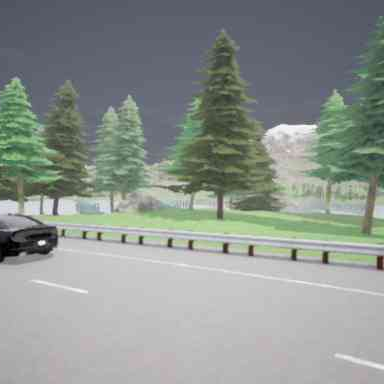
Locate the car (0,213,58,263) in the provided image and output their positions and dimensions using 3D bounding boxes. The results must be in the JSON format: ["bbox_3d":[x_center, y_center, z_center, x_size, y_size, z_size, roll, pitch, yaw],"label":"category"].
[{"bbox_3d":[-7.069,1.496,11.998,5.008,1.535,1.882,0,0,28],"label":"car"}]
